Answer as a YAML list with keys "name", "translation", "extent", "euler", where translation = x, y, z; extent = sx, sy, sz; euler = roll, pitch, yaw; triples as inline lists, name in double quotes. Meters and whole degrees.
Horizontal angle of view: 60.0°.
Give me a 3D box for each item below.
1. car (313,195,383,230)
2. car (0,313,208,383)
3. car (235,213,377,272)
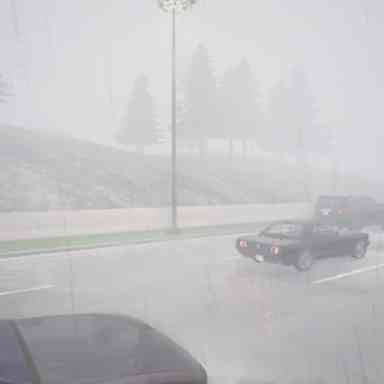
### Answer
- name: "car"
  translation: [9.133, 1.176, 18.709]
  extent: [5.566, 2.045, 2.150]
  euler: [0, 0, -34]
- name: "car"
  translation: [-2.392, 1.550, 2.041]
  extent: [5.357, 1.411, 2.033]
  euler: [0, 0, -36]
- name: "car"
  translation: [3.731, 1.578, 10.698]
  extent: [4.718, 1.301, 1.895]
  euler: [0, 0, -35]
